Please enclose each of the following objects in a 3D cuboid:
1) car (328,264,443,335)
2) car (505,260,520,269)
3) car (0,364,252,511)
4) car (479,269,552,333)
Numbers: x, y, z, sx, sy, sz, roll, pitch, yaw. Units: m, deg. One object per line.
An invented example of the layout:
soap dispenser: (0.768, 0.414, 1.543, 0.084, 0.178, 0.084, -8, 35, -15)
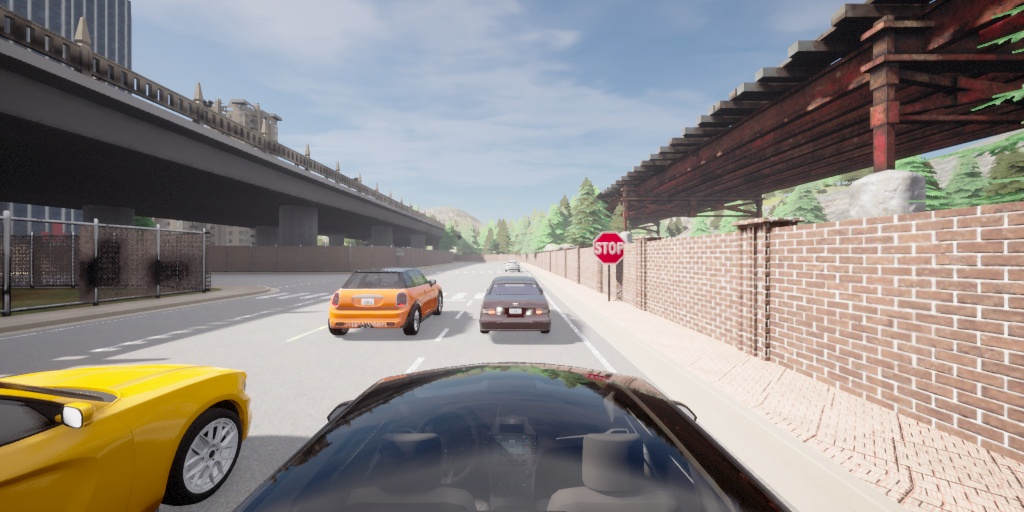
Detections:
car: (-3.425, 1.102, 10.623, 2.097, 1.767, 4.553, 0, 0, 0)
car: (0.074, 1.276, 45.516, 1.812, 1.442, 4.674, 0, 0, -1)
car: (-3.398, 1.228, 1.366, 1.882, 1.535, 5.008, 0, 0, 0)
car: (0.076, 1.297, 10.647, 2.033, 1.411, 5.357, 0, 0, 0)
